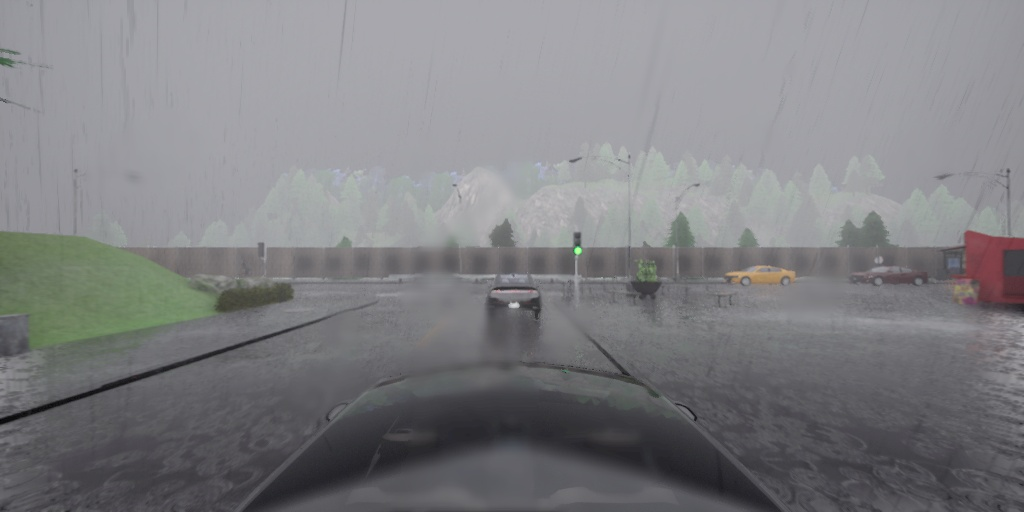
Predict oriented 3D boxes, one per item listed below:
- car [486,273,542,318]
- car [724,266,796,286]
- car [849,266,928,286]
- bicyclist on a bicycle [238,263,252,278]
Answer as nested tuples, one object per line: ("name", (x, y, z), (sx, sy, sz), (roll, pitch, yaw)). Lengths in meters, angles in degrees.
("car", (0.045, 1.378, 13.740), (2.128, 1.511, 4.902), (0, -1, -1))
("car", (19.340, 1.525, 28.099), (5.008, 1.535, 1.882), (0, -1, 0))
("car", (29.388, 1.525, 28.104), (5.008, 1.535, 1.882), (0, -1, 0))
("bicyclist on a bicycle", (-24.038, 1.445, 32.264), (0.582, 1.620, 1.656), (0, 0, 0))
